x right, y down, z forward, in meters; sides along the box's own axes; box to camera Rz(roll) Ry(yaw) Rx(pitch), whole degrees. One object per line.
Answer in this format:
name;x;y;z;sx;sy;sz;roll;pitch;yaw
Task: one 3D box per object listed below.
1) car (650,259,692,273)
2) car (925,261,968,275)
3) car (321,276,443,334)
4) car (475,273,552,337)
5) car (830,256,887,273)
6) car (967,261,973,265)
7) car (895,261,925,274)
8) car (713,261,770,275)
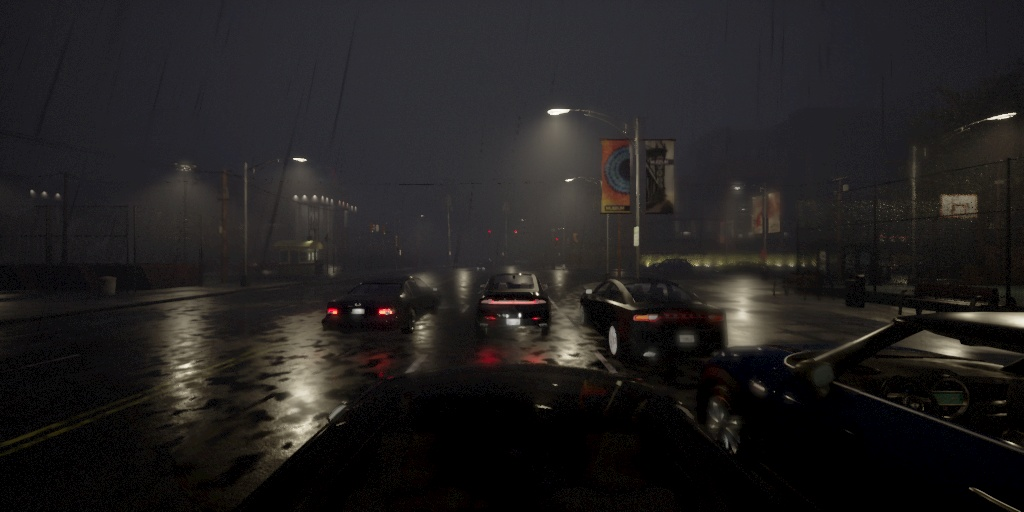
car;18.834;1.101;42.661;4.553;1.767;2.097;0;0;0
car;45.162;1.241;35.795;4.902;1.511;2.128;0;0;-1
car;-3.443;1.297;10.584;2.033;1.411;5.357;0;0;0
car;0.054;1.241;10.321;2.128;1.511;4.902;0;0;0
car;41.380;0.972;42.792;5.566;2.045;2.150;0;0;0
car;45.195;1.297;32.295;5.357;1.411;2.033;0;0;-1
car;44.947;1.244;39.296;4.902;1.511;2.128;0;0;0
car;25.101;1.296;39.204;5.357;1.411;2.033;0;0;-1
